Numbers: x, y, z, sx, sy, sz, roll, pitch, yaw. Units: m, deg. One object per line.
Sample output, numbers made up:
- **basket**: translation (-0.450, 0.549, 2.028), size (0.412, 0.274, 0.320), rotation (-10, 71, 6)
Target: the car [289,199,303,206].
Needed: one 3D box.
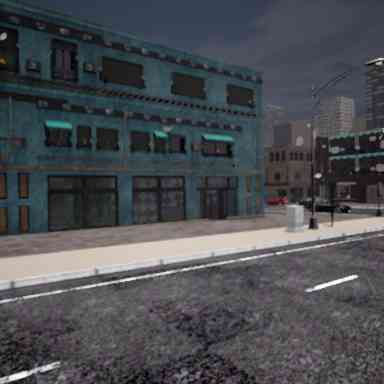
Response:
- **car**: translation (16.084, 1.407, 45.653), size (2.008, 1.369, 4.403), rotation (-2, 1, -35)

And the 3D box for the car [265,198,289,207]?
- **car**: translation (12.889, 1.501, 50.173), size (1.802, 1.307, 4.206), rotation (-2, 1, -35)

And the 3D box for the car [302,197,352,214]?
- **car**: translation (13.960, 1.498, 33.932), size (1.947, 1.339, 4.313), rotation (-2, 1, -35)
